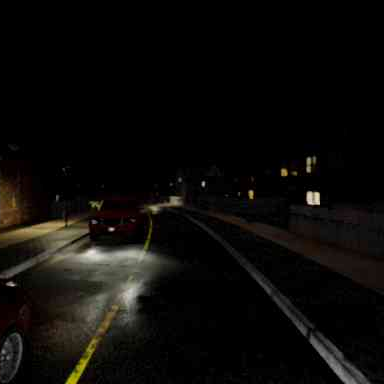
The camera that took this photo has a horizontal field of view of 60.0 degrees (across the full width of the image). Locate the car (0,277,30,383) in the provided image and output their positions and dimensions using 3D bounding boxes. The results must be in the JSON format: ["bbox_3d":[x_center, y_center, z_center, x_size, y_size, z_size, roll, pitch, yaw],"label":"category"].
[{"bbox_3d":[-2.957,1.534,2.548,1.812,1.442,4.674,0,0,-1],"label":"car"}]

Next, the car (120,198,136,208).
[{"bbox_3d":[-10.188,1.681,52.750,2.128,1.511,4.902,0,0,-15],"label":"car"}]

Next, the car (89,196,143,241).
[{"bbox_3d":[-3.723,1.252,17.237,2.150,2.045,5.566,0,0,-5],"label":"car"}]
